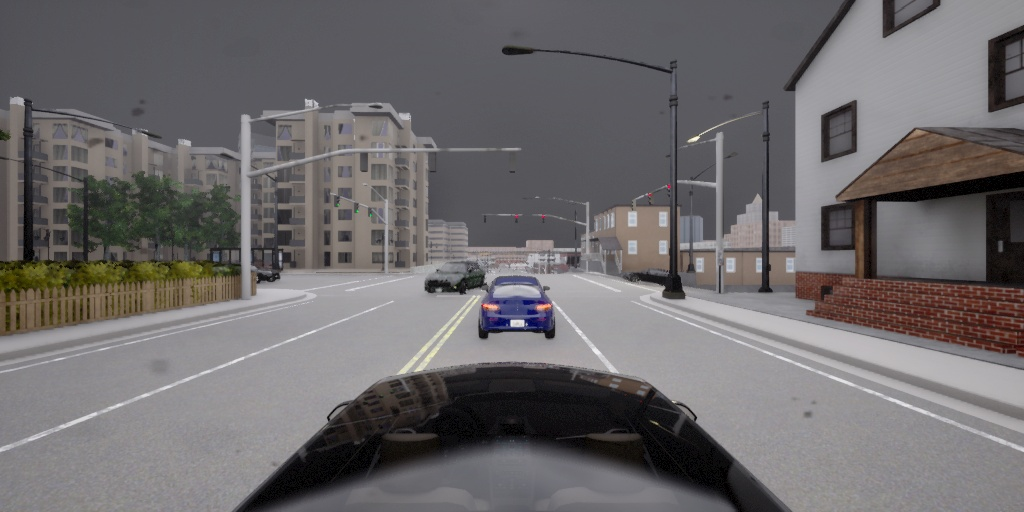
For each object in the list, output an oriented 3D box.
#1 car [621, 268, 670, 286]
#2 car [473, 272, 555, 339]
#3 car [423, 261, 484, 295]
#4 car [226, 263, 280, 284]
[{"bbox_3d":[11.500,1.697,29.732,4.674,1.442,1.812,8,0,1],"label":"car"},{"bbox_3d":[0.110,1.276,9.991,1.812,1.442,4.674,0,0,0],"label":"car"},{"bbox_3d":[-3.077,1.104,20.040,2.097,1.767,4.553,0,0,16],"label":"car"},{"bbox_3d":[-19.815,1.255,26.487,4.892,1.490,1.837,0,0,1],"label":"car"}]
